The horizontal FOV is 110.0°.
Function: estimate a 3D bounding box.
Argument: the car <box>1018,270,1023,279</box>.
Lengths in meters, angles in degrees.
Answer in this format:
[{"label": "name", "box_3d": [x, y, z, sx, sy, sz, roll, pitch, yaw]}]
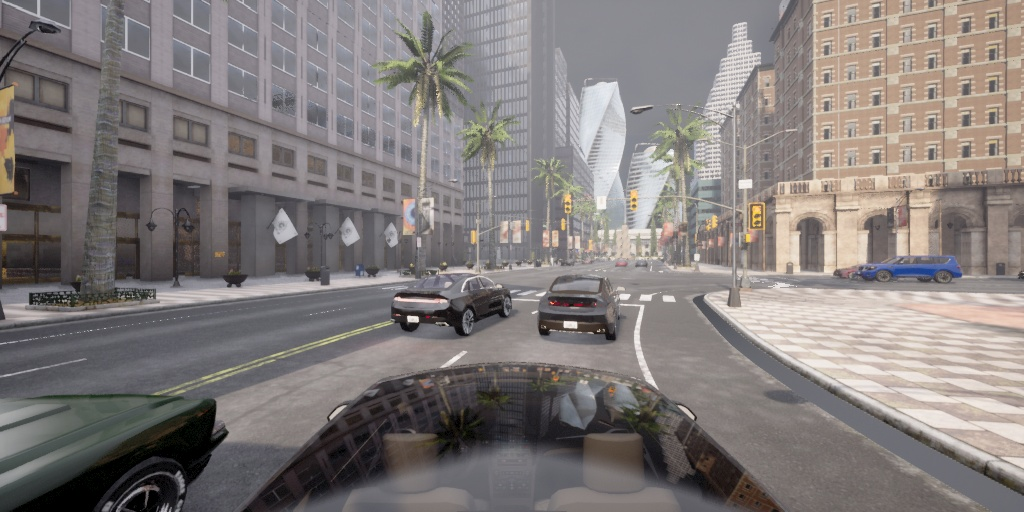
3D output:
[{"label": "car", "box_3d": [41.318, 1.255, 26.468, 4.892, 1.490, 1.837, 0, 0, 21]}]

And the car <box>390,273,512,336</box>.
[{"label": "car", "box_3d": [-1.482, 1.242, 10.541, 2.128, 1.511, 4.902, 0, 0, 19]}]

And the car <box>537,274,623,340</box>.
[{"label": "car", "box_3d": [2.042, 1.255, 10.123, 1.837, 1.490, 4.892, 0, 0, 18]}]

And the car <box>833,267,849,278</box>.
[{"label": "car", "box_3d": [30.394, 1.314, 30.759, 4.181, 1.385, 1.994, 0, 0, 21]}]

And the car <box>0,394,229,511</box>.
[{"label": "car", "box_3d": [-3.312, 1.351, 0.814, 1.895, 1.301, 4.718, 0, 0, 1]}]

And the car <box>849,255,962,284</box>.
[{"label": "car", "box_3d": [29.878, 0.971, 27.201, 5.566, 2.045, 2.150, 0, 0, 21]}]
